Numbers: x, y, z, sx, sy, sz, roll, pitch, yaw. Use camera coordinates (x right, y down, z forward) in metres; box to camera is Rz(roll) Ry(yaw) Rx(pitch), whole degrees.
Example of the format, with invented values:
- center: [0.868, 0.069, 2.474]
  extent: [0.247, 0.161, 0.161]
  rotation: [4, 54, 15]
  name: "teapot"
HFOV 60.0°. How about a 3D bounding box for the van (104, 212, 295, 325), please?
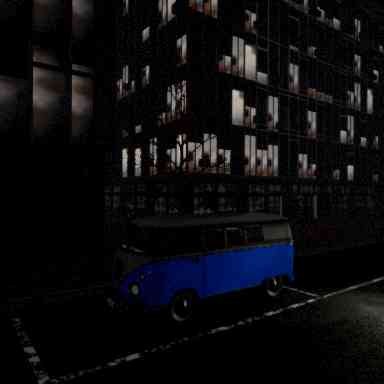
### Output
- center: [0.342, 1.341, 6.807]
  extent: [3.998, 1.788, 1.690]
  rotation: [0, 0, -36]
  name: "van"
